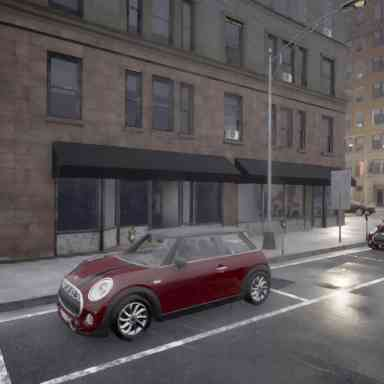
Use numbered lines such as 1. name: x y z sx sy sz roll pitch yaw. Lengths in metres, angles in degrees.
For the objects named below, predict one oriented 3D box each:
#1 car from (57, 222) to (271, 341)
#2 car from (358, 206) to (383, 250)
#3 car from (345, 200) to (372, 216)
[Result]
1. car: -0.406 1.441 6.456 4.097 1.590 1.967 0 0 -35
2. car: 8.555 1.445 12.813 4.097 1.590 1.967 0 0 -35
3. car: 14.774 1.403 31.720 1.882 1.535 5.008 1 0 -37
